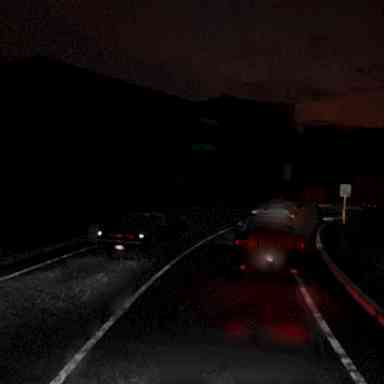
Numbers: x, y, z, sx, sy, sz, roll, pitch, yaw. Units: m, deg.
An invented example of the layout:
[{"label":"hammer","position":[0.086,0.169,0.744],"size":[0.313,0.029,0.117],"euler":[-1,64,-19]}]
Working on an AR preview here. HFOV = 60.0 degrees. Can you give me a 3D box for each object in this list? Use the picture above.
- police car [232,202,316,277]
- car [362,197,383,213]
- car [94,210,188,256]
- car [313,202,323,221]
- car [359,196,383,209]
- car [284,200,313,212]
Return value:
[{"label":"police car","position":[2.399,1.331,10.271],"size":[1.930,1.638,5.238],"euler":[1,1,14]},{"label":"car","position":[22.796,1.686,40.132],"size":[5.357,1.411,2.033],"euler":[2,4,-32]},{"label":"car","position":[-1.677,1.389,12.476],"size":[1.895,1.301,4.718],"euler":[1,1,16]},{"label":"car","position":[8.216,1.372,24.093],"size":[1.837,1.490,4.892],"euler":[3,1,32]},{"label":"car","position":[25.728,1.489,45.768],"size":[4.902,1.511,2.128],"euler":[2,4,-25]},{"label":"car","position":[5.595,1.317,19.262],"size":[1.801,1.575,5.366],"euler":[3,1,25]}]
